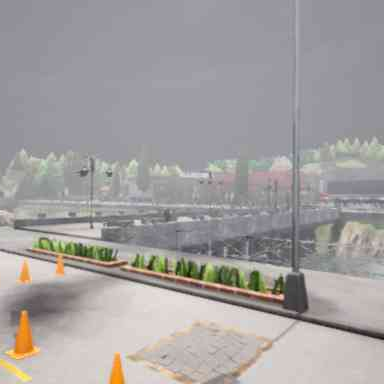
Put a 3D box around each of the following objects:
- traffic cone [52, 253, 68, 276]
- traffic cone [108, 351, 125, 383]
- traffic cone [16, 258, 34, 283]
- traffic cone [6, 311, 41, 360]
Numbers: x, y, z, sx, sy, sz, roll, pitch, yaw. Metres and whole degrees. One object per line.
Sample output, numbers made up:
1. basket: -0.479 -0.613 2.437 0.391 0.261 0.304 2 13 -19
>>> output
1. traffic cone: -3.796 2.069 9.577 0.340 0.580 0.340 0 -1 37
2. traffic cone: -0.811 2.008 3.570 0.340 0.580 0.340 0 -1 37
3. traffic cone: -4.398 2.051 8.779 0.340 0.580 0.340 0 -1 37
4. traffic cone: -2.408 2.010 4.774 0.340 0.580 0.340 0 -1 37
